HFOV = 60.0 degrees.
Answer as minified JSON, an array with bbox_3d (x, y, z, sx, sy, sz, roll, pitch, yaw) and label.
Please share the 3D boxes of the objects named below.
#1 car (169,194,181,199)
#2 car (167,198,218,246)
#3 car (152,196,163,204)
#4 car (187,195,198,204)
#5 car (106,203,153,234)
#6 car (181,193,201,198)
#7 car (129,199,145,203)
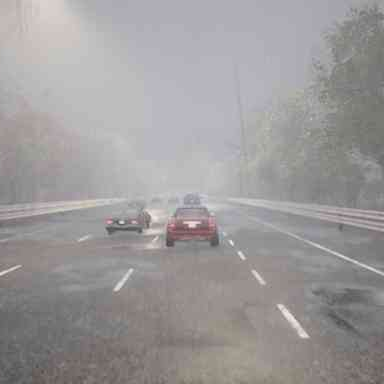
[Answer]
[{"bbox_3d":[-3.478,1.406,66.738,2.097,1.767,4.553,0,0,0],"label":"car"},{"bbox_3d":[0.005,1.360,15.381,2.097,1.767,4.553,0,0,0],"label":"car"},{"bbox_3d":[-6.975,1.561,66.870,1.837,1.490,4.892,0,0,0],"label":"car"},{"bbox_3d":[0.021,1.405,66.672,2.097,1.767,4.553,0,0,0],"label":"car"},{"bbox_3d":[-3.495,1.558,19.093,2.033,1.411,5.357,0,0,0],"label":"car"},{"bbox_3d":[0.014,1.248,42.515,2.150,2.045,5.566,0,0,0],"label":"car"},{"bbox_3d":[-6.986,1.590,42.568,1.994,1.385,4.181,0,0,0],"label":"car"}]
